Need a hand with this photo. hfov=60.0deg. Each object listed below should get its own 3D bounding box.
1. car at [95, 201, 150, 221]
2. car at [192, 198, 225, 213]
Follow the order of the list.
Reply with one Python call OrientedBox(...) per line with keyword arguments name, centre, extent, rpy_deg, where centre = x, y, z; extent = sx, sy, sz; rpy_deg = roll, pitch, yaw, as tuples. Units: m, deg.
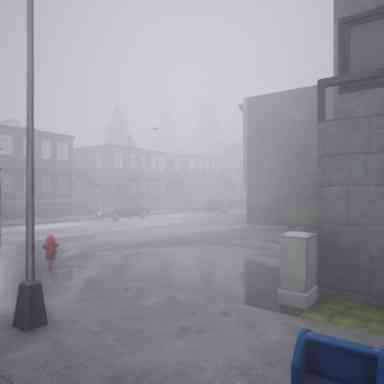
OrientedBox(name="car", centre=(-5.564, 1.470, 27.068), extent=(2.128, 1.511, 4.902), rpy_deg=(0, 0, 36))
OrientedBox(name="car", centre=(1.893, 1.471, 37.489), extent=(2.128, 1.511, 4.902), rpy_deg=(0, 0, 36))
